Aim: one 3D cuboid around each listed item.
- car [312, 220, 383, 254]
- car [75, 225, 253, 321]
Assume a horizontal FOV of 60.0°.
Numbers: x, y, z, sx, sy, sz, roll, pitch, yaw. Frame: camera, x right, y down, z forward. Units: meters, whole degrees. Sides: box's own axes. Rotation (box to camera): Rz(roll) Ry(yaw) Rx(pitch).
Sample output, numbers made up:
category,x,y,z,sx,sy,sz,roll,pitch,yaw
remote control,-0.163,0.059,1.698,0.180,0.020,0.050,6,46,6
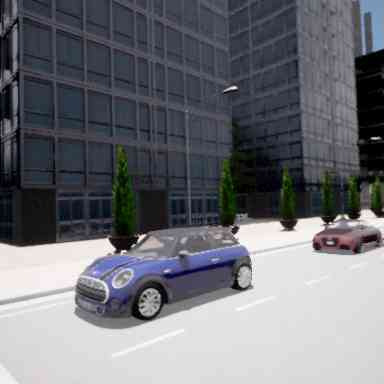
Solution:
category,x,y,z,sx,sy,sz,roll,pitch,yaw
car,7.391,2.016,15.717,4.181,1.385,1.994,1,-3,-43
car,-0.514,1.738,8.341,4.553,1.767,2.097,0,-3,-43
